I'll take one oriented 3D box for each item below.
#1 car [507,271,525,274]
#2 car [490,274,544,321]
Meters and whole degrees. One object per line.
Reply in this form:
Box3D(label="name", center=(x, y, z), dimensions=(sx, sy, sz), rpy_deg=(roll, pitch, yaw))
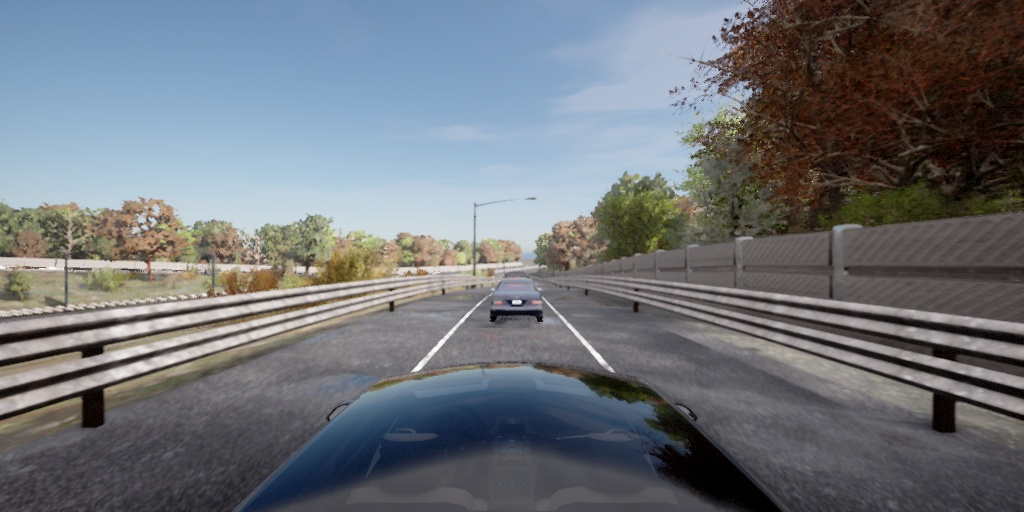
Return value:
Box3D(label="car", center=(0.309, 1.996, 27.635), dimensions=(2.097, 1.767, 4.553), rpy_deg=(0, -3, 2))
Box3D(label="car", center=(0.161, 1.551, 13.518), dimensions=(2.033, 1.411, 5.357), rpy_deg=(0, -2, 0))
